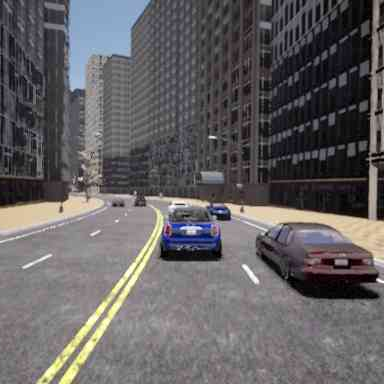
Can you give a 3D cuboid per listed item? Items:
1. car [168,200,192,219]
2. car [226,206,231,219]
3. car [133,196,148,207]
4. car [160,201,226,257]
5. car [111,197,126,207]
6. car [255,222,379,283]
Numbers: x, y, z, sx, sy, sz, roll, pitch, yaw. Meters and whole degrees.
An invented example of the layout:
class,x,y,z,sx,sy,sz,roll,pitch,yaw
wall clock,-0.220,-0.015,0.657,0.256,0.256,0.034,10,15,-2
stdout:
class,x,y,z,sx,sy,sz,roll,pitch,yaw
car,-1.181,1.518,29.632,1.812,1.442,4.674,1,0,-6
car,2.127,1.588,29.243,1.994,1.385,4.181,1,0,-5
car,-7.805,1.431,50.484,1.837,1.490,4.892,1,-1,-11
car,-0.070,1.354,13.208,2.097,1.767,4.553,1,0,-1
car,-10.848,1.448,49.239,2.033,1.411,5.357,0,0,-11
car,3.254,1.587,9.827,2.033,1.411,5.357,1,0,-1
